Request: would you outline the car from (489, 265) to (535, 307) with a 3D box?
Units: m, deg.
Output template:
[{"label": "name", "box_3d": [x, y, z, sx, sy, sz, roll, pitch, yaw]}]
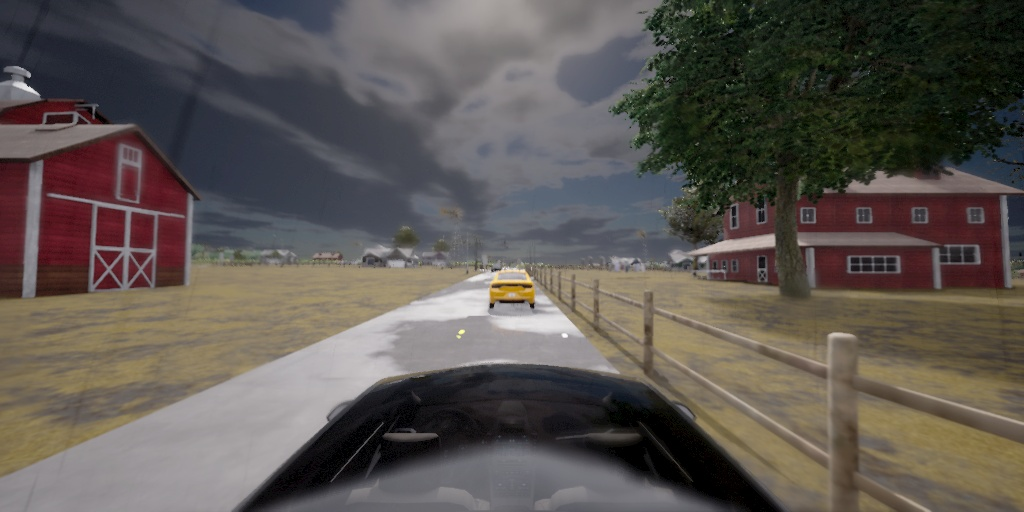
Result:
[{"label": "car", "box_3d": [0.009, 1.378, 16.357, 1.882, 1.535, 5.008, 0, 0, 0]}]

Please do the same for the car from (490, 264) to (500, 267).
[{"label": "car", "box_3d": [-2.749, 2.190, 64.342, 1.837, 1.490, 4.892, 0, -1, 0]}]
